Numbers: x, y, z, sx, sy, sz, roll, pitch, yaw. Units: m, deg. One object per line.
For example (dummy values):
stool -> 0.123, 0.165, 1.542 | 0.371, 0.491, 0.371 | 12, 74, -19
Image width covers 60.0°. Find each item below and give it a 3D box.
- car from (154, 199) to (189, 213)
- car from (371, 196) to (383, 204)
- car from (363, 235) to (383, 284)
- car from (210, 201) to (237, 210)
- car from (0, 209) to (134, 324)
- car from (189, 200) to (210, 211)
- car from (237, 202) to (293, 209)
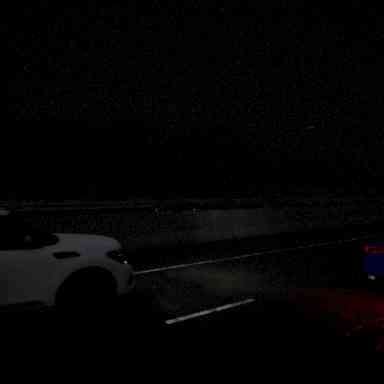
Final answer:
car -> -1.377, 1.488, 33.087 | 4.902, 1.511, 2.128 | 0, 0, -36
car -> 32.897, 1.400, 57.400 | 4.553, 1.767, 2.097 | 0, 0, -35
car -> 6.278, 1.471, 8.342 | 5.008, 1.535, 1.882 | 0, 0, -35
car -> 4.521, 1.547, 28.686 | 5.357, 1.411, 2.033 | 0, 0, -35
car -> -3.777, 1.222, 5.474 | 5.566, 2.045, 2.150 | 0, 0, -35
car -> 2.694, 1.548, 31.679 | 5.357, 1.411, 2.033 | 0, 0, -35
car -> 6.336, 1.546, 25.684 | 5.357, 1.411, 2.033 | 0, 0, -35
